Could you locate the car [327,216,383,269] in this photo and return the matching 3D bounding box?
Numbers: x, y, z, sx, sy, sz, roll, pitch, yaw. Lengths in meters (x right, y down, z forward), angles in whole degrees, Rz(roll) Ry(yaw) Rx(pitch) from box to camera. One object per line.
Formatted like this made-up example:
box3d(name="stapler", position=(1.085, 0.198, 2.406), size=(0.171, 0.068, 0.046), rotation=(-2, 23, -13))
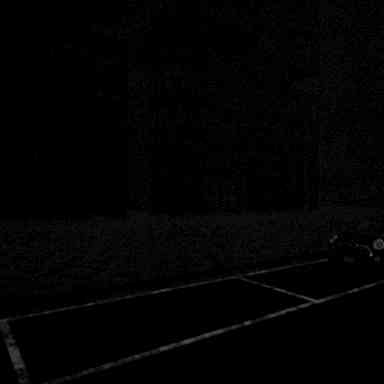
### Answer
box3d(name="car", position=(6.372, 1.549, 11.212), size=(4.097, 1.590, 1.967), rotation=(1, 0, -36))
